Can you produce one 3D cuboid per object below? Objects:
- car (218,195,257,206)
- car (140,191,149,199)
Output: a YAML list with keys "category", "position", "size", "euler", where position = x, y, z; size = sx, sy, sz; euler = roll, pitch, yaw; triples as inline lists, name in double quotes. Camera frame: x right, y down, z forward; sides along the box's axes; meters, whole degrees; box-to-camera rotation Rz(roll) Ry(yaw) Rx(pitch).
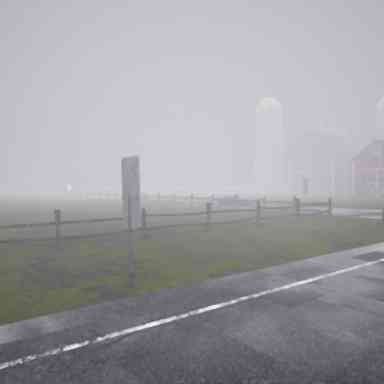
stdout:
- category: "car"
  position: [5.067, 0.943, 36.363]
  size: [1.895, 1.301, 4.718]
  euler: [-2, 2, -36]
- category: "car"
  position: [-8.892, 0.605, 55.880]
  size: [2.128, 1.511, 4.902]
  euler: [-2, 1, -35]
